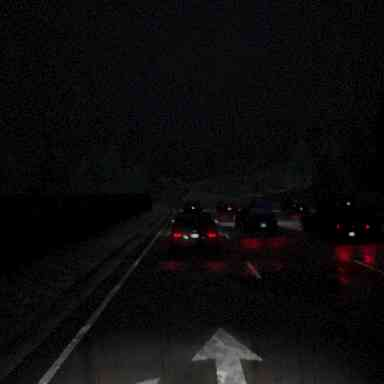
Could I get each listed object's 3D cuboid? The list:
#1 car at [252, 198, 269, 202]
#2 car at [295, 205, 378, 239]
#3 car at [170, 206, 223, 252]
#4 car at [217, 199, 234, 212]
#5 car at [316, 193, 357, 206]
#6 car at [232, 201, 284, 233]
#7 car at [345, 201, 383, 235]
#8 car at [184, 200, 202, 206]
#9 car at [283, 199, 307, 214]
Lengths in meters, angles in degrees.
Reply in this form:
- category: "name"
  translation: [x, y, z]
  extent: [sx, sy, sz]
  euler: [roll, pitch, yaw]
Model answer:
- category: "car"
  translation: [7.117, 1.411, 35.143]
  extent: [1.882, 1.535, 5.008]
  euler: [0, 0, 0]
- category: "car"
  translation: [7.106, 1.568, 16.988]
  extent: [1.895, 1.301, 4.718]
  euler: [0, 0, 0]
- category: "car"
  translation: [0.102, 1.521, 13.667]
  extent: [2.033, 1.411, 5.357]
  euler: [0, 0, 0]
- category: "car"
  translation: [3.616, 1.460, 34.612]
  extent: [1.812, 1.442, 4.674]
  euler: [0, 0, 0]
- category: "car"
  translation: [14.106, 1.159, 32.660]
  extent: [2.150, 2.045, 5.566]
  euler: [0, 0, 0]
- category: "car"
  translation: [3.608, 1.489, 19.079]
  extent: [1.812, 1.442, 4.674]
  euler: [0, 0, 0]
- category: "car"
  translation: [10.607, 1.470, 18.299]
  extent: [1.837, 1.490, 4.892]
  euler: [0, 0, 0]
- category: "car"
  translation: [0.104, 1.499, 34.136]
  extent: [1.994, 1.385, 4.181]
  euler: [0, 0, 0]
- category: "car"
  translation: [10.616, 1.460, 34.599]
  extent: [1.812, 1.442, 4.674]
  euler: [0, 0, 0]
